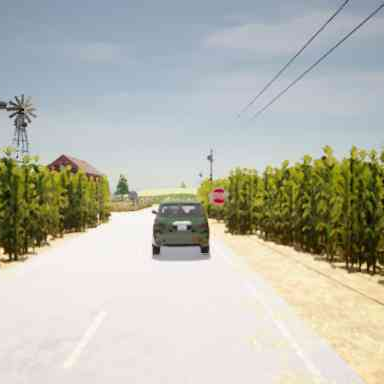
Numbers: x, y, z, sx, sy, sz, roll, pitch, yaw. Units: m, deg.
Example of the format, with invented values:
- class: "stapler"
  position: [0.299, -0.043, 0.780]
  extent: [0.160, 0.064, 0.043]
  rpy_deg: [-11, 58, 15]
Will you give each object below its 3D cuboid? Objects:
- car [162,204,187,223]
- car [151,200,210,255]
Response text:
- class: "car"
  position: [-1.512, 1.838, 29.330]
  extent: [1.994, 1.385, 4.181]
  rpy_deg: [0, 0, -2]
- class: "car"
  position: [-0.545, 1.349, 14.163]
  extent: [2.150, 2.045, 5.566]
  rpy_deg: [0, 0, -4]
